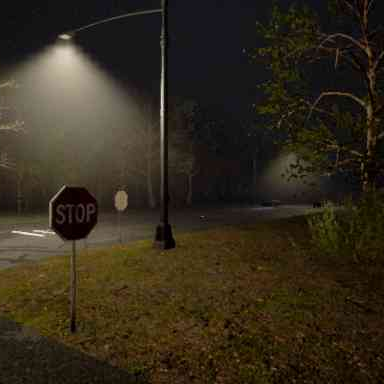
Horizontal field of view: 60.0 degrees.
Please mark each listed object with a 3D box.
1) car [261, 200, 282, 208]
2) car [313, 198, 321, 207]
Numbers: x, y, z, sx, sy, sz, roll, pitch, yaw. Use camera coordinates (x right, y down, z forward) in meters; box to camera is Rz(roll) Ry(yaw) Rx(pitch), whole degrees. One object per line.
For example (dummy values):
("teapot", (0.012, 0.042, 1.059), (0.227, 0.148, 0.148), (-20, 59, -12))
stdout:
("car", (13.066, 1.898, 54.739), (1.895, 1.301, 4.718), (0, 0, 36))
("car", (21.088, 1.784, 53.950), (1.882, 1.535, 5.008), (0, 0, 35))
